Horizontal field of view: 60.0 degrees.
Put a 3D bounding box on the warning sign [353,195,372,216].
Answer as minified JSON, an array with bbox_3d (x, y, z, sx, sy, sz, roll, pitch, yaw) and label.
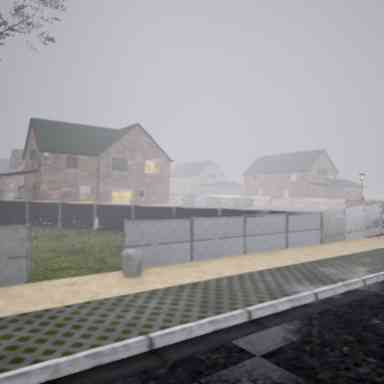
[{"bbox_3d":[15.360,1.184,30.002,1.300,1.860,1.060,0,0,-36],"label":"warning sign"}]

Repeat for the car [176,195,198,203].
[{"bbox_3d":[-1.049,1.151,48.419,2.033,1.411,5.357,1,0,-36],"label":"car"}]
